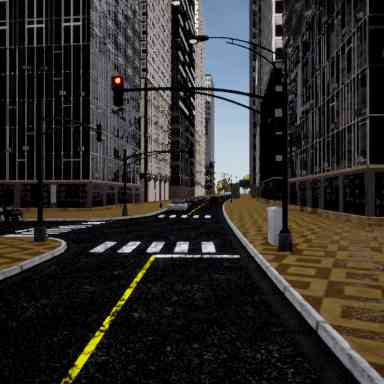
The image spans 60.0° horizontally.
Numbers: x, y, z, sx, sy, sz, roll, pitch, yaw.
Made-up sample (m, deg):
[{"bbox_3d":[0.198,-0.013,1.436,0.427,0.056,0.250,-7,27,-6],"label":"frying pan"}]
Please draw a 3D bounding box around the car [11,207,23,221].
[{"bbox_3d":[-16.497,1.854,28.020,4.403,1.369,2.008,-1,1,10],"label":"car"}]

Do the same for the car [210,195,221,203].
[{"bbox_3d":[4.479,1.426,64.163,1.837,1.490,4.892,0,0,8],"label":"car"}]

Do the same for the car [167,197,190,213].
[{"bbox_3d":[-1.597,1.576,36.867,1.895,1.301,4.718,0,0,4],"label":"car"}]

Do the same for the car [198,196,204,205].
[{"bbox_3d":[0.320,1.489,56.553,2.033,1.411,5.357,0,0,7],"label":"car"}]

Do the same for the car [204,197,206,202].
[{"bbox_3d":[1.706,1.464,67.086,2.033,1.411,5.357,0,0,8],"label":"car"}]

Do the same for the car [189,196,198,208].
[{"bbox_3d":[-0.787,1.452,46.179,2.128,1.511,4.902,0,0,5],"label":"car"}]

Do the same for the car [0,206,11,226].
[{"bbox_3d":[-14.893,1.734,21.873,4.892,1.490,1.837,-1,0,10],"label":"car"}]
